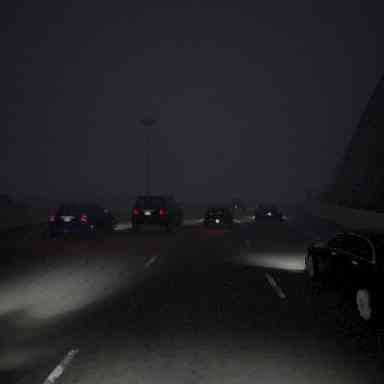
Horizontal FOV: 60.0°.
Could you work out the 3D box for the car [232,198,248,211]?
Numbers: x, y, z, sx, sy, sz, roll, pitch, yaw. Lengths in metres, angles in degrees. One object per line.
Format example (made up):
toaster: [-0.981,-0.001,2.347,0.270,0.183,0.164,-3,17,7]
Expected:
car: [5.874,1.539,42.089,1.837,1.490,4.892,0,0,15]

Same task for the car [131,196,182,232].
car: [-1.998,1.230,20.261,2.150,2.045,5.566,0,0,7]

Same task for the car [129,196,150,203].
car: [-10.911,1.537,69.717,2.128,1.511,4.902,0,0,21]

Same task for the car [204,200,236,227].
car: [1.899,1.521,22.801,1.837,1.490,4.892,0,0,8]

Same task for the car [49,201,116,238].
car: [-5.751,1.353,18.049,2.097,1.767,4.553,0,0,6]

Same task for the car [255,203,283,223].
car: [6.005,1.590,26.311,1.994,1.385,4.181,0,0,9]

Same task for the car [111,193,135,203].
car: [-14.506,1.239,70.153,2.150,2.045,5.566,0,0,21]

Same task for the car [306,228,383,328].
car: [3.866,1.516,6.946,1.837,1.490,4.892,0,0,3]

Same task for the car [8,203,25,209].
car: [-15.182,1.554,28.014,1.994,1.385,4.181,0,0,9]
